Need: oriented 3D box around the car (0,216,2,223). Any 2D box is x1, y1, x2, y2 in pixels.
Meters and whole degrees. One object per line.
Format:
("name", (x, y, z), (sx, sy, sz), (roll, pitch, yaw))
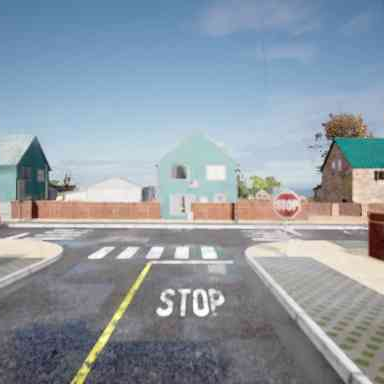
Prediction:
("car", (-14.260, 1.541, 20.152), (4.892, 1.490, 1.837), (0, 0, -1))
